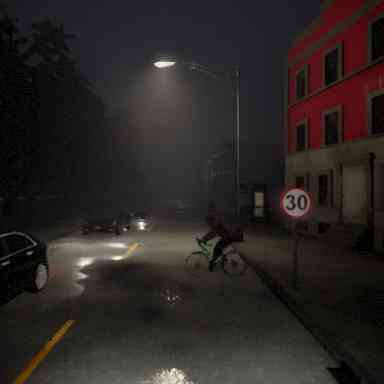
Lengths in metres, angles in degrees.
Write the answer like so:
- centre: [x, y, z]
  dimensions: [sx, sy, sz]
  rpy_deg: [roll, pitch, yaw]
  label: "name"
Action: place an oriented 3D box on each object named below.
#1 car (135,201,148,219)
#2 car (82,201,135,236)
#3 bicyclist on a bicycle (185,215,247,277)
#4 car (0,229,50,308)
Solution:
- centre: [-4.919, 1.518, 29.140]
  dimensions: [1.812, 1.442, 4.674]
  rpy_deg: [0, 0, -2]
  label: "car"
- centre: [-4.624, 1.473, 18.598]
  dimensions: [1.882, 1.535, 5.008]
  rpy_deg: [0, 0, -2]
  label: "car"
- centre: [0.620, 1.423, 8.679]
  dimensions: [1.656, 1.620, 0.582]
  rpy_deg: [-1, 0, -2]
  label: "bicyclist on a bicycle"
- centre: [-4.249, 1.505, 6.071]
  dimensions: [1.837, 1.490, 4.892]
  rpy_deg: [0, 0, -2]
  label: "car"
